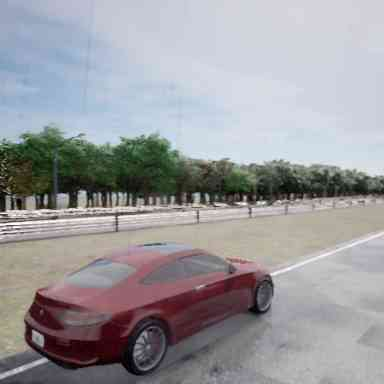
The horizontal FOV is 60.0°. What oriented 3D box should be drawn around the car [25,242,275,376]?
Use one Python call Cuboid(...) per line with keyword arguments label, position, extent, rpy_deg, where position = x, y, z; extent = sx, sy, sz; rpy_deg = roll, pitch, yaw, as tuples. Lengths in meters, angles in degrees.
Cuboid(label="car", position=(-0.329, 1.610, 5.763), extent=(1.812, 1.442, 4.674), rpy_deg=(-1, -1, 42))
